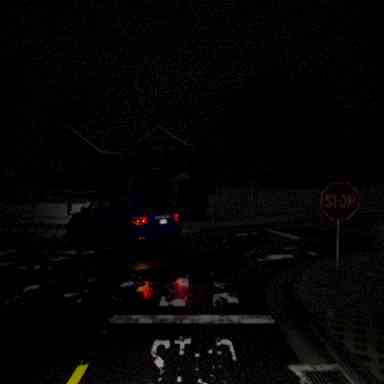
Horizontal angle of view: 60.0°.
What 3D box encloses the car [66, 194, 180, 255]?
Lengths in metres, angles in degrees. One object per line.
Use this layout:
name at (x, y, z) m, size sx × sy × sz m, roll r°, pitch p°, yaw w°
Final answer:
car at (-2.882, 1.108, 13.188) m, size 2.150 × 2.045 × 5.566 m, roll -2°, pitch 1°, yaw -45°
